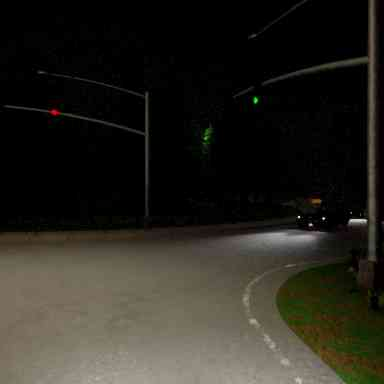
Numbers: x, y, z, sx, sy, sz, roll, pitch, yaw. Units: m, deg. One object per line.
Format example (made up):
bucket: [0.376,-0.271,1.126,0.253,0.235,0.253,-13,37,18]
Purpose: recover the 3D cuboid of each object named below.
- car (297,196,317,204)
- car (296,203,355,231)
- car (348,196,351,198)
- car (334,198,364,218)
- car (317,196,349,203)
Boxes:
car: [19.634,1.451,56.053,1.882,1.535,5.008,0,0,-16]
car: [8.297,1.574,20.809,1.895,1.301,4.718,0,0,41]
car: [20.789,1.325,46.342,2.097,1.767,4.553,0,0,3]
car: [13.792,1.537,29.148,1.994,1.385,4.181,0,0,22]
car: [16.517,1.479,39.220,1.837,1.490,4.892,0,0,8]
